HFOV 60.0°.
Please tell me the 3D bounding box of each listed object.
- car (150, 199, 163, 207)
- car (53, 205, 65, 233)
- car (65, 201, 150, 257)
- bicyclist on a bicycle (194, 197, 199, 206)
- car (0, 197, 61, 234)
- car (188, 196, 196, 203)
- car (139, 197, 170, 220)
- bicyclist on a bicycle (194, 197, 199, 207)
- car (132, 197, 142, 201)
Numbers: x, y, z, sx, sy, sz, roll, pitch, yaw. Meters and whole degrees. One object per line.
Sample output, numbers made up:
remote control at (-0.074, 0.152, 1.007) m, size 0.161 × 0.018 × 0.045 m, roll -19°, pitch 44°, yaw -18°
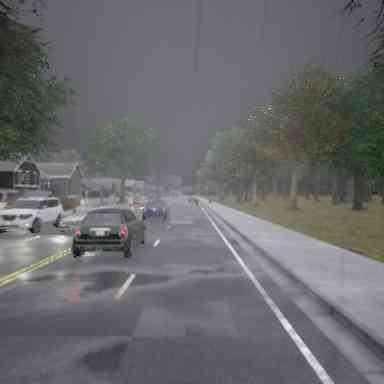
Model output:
car at (-6.520, 1.954, 61.862) m, size 1.994 × 1.385 × 4.181 m, roll 0°, pitch 0°, yaw 1°
car at (-6.585, 1.658, 20.635) m, size 1.812 × 1.442 × 4.674 m, roll 0°, pitch 0°, yaw 0°
car at (-3.150, 1.439, 13.522) m, size 2.097 × 1.767 × 4.553 m, roll 0°, pitch 0°, yaw 0°
bicyclist on a bicycle at (0.903, 1.848, 65.150) m, size 0.866 × 1.612 × 1.509 m, roll 0°, pitch 0°, yaw 0°
car at (-9.844, 1.352, 20.596) m, size 2.150 × 2.045 × 5.566 m, roll 0°, pitch 0°, yaw 0°
car at (0.017, 1.972, 84.091) m, size 1.812 × 1.442 × 4.674 m, roll 0°, pitch 0°, yaw 0°
car at (-3.146, 1.543, 29.962) m, size 2.097 × 1.767 × 4.553 m, roll 0°, pitch 0°, yaw 0°
bicyclist on a bicycle at (0.906, 1.808, 56.153) m, size 0.582 × 1.620 × 1.656 m, roll 0°, pitch -1°, yaw 0°
car at (-9.772, 1.736, 60.485) m, size 2.097 × 1.767 × 4.553 m, roll 0°, pitch 0°, yaw 1°
